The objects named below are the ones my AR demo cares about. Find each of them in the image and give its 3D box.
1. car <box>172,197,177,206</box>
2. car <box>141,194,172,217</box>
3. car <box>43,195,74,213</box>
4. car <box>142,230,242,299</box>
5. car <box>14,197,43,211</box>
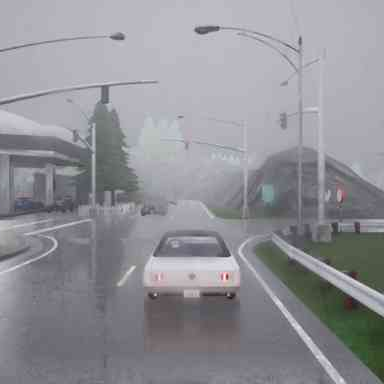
[{"bbox_3d":[-3.497,1.521,56.040,2.033,1.411,5.357,0,0,0],"label":"car"},{"bbox_3d":[-3.508,1.315,31.985,2.150,2.045,5.566,0,2,1],"label":"car"},{"bbox_3d":[-14.526,1.310,36.950,1.905,1.878,3.866,0,0,-1],"label":"car"},{"bbox_3d":[0.001,1.600,8.392,1.895,1.301,4.718,0,0,0],"label":"car"},{"bbox_3d":[-20.232,1.477,41.228,2.242,1.667,4.611,0,0,-1],"label":"car"}]
